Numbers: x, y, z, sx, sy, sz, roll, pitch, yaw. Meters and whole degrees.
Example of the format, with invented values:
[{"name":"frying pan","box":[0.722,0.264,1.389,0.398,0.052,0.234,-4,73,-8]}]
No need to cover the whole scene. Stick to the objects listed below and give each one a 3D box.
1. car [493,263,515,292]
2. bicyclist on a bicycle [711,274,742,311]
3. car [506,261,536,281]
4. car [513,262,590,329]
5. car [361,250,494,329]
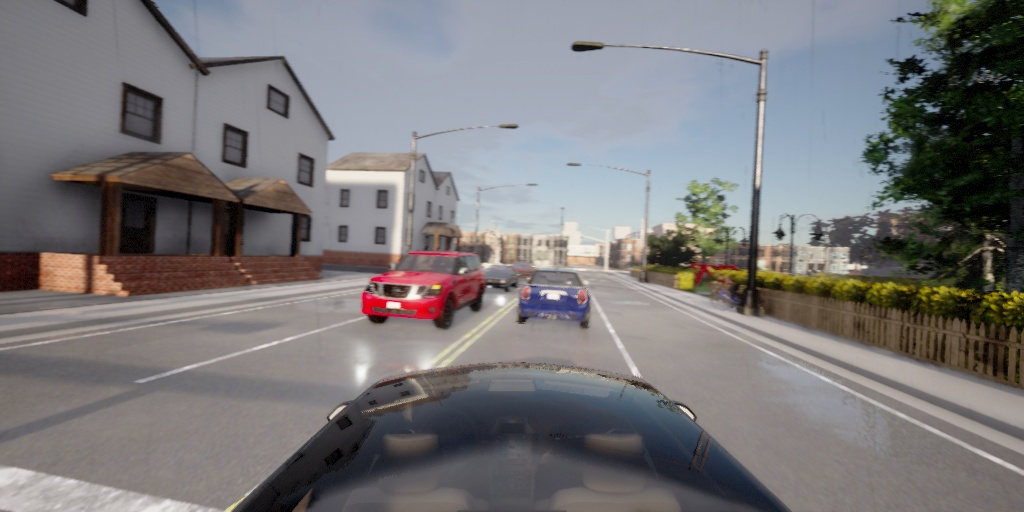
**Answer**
[{"name":"car","box":[-0.739,1.239,21.352,2.033,1.411,5.357,3,0,9]},{"name":"bicyclist on a bicycle","box":[9.053,1.499,14.973,1.656,1.620,0.582,-4,-29,4]},{"name":"car","box":[0.885,1.244,31.313,1.882,1.535,5.008,3,0,9]},{"name":"car","box":[1.498,1.166,12.082,2.097,1.767,4.553,3,0,9]},{"name":"car","box":[-2.359,0.838,11.241,2.150,2.045,5.566,3,0,9]}]
